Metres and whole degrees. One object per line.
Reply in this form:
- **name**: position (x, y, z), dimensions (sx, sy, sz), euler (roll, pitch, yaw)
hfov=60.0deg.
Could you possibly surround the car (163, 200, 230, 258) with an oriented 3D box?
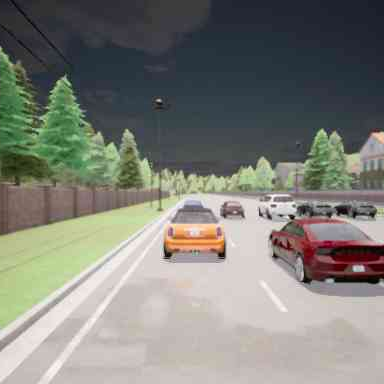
- **car**: position (0.097, 1.358, 12.889), dimensions (2.097, 1.767, 4.553), euler (0, 0, 0)

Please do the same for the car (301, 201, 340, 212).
- **car**: position (10.599, 1.505, 29.088), dimensions (2.128, 1.511, 4.902), euler (0, 0, 0)

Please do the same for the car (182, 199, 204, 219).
- **car**: position (0.100, 1.492, 30.685), dimensions (1.882, 1.535, 5.008), euler (0, 0, 0)

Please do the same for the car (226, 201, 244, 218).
- **car**: position (3.600, 1.540, 30.129), dimensions (1.812, 1.442, 4.674), euler (0, 0, 0)

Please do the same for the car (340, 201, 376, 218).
- **car**: position (14.099, 1.506, 29.084), dimensions (2.128, 1.511, 4.902), euler (0, 0, 0)

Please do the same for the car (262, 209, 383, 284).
- **car**: position (3.593, 1.482, 9.637), dimensions (1.882, 1.535, 5.008), euler (0, 0, 0)

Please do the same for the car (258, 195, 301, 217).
- **car**: position (7.100, 1.235, 28.199), dimensions (2.150, 2.045, 5.566), euler (0, 0, 0)
